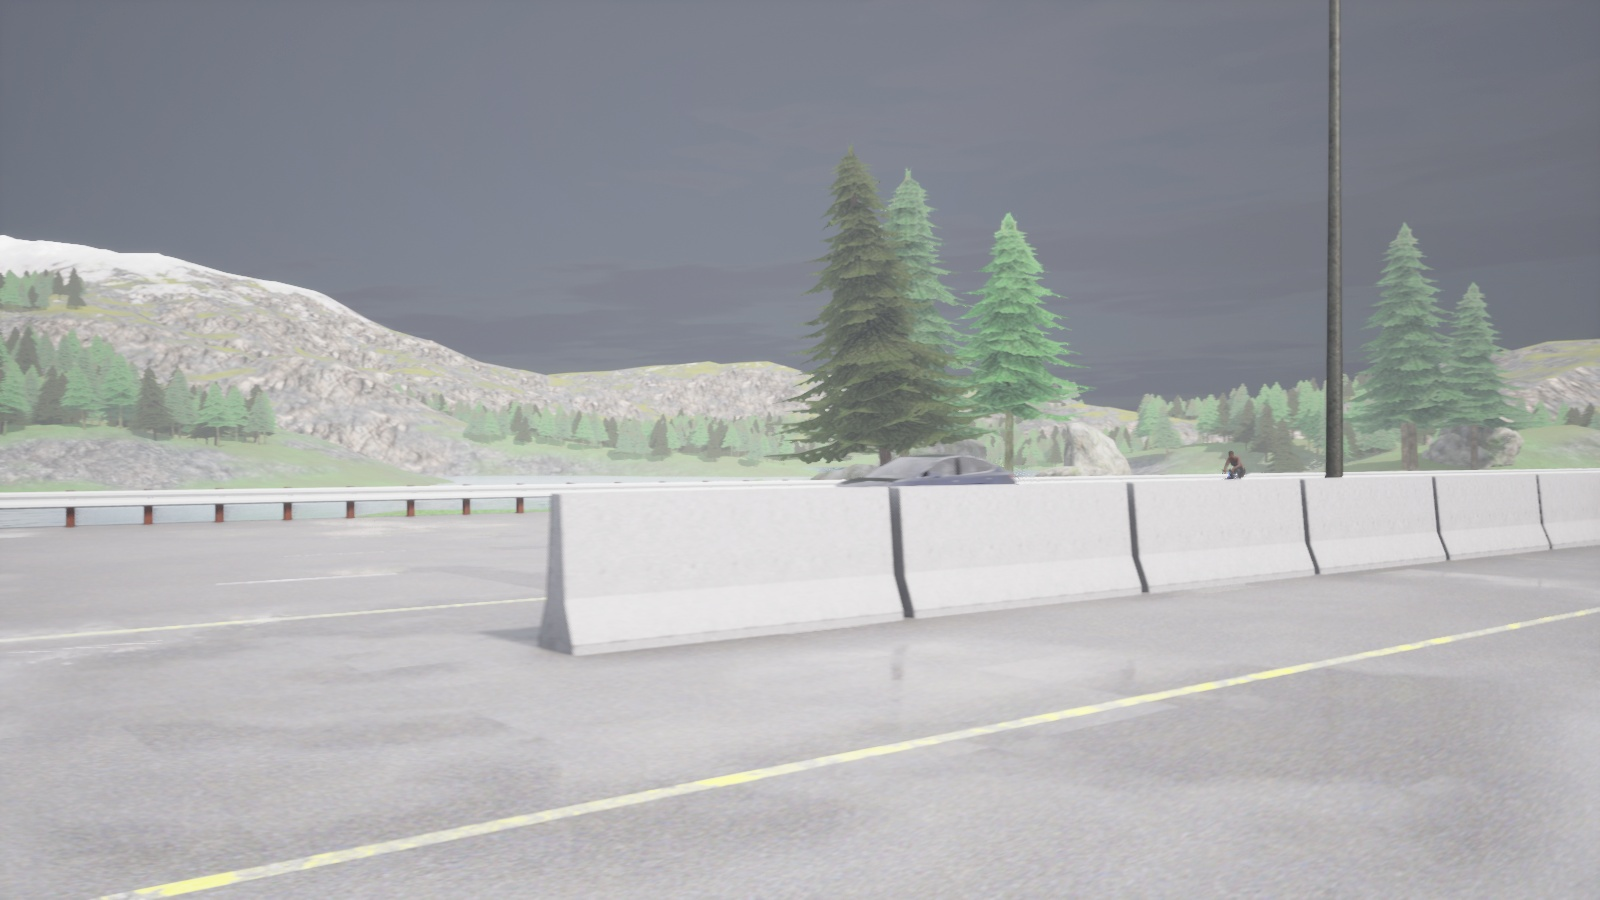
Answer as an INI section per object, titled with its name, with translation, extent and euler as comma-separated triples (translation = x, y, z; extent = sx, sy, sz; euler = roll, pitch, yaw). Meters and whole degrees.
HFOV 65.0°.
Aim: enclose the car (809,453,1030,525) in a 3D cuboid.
[car]
translation = 2.748, 0.817, 28.266
extent = 4.792, 1.488, 2.163
euler = 0, 0, -38
